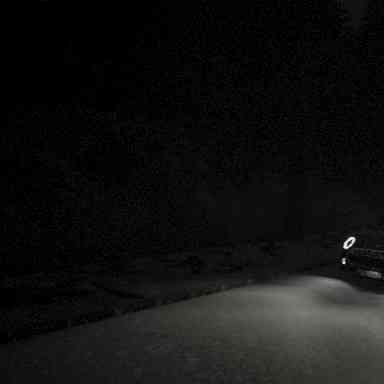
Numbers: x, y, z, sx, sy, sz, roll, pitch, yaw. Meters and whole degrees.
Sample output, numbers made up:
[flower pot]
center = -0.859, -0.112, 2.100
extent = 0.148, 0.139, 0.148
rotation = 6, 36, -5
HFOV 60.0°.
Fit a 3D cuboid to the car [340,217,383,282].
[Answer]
[car]
center = 5.965, 1.274, 8.865
extent = 4.553, 1.767, 2.097
rotation = 0, 0, -36
